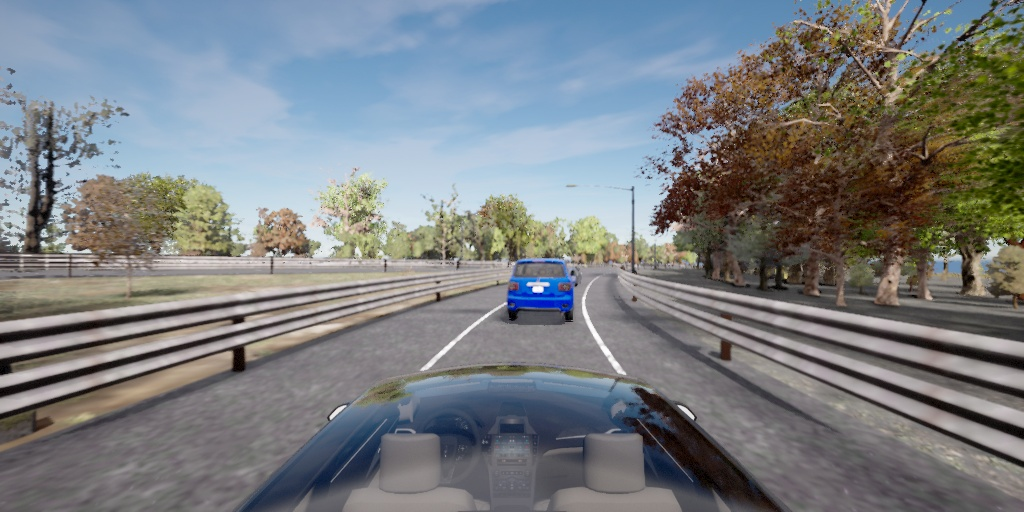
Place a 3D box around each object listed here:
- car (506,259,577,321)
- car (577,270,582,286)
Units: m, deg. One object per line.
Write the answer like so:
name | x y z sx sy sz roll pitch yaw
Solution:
car | 1.187 1.114 13.357 2.150 2.045 5.566 0 0 9
car | 4.539 1.643 28.901 2.033 1.411 5.357 0 -1 15
